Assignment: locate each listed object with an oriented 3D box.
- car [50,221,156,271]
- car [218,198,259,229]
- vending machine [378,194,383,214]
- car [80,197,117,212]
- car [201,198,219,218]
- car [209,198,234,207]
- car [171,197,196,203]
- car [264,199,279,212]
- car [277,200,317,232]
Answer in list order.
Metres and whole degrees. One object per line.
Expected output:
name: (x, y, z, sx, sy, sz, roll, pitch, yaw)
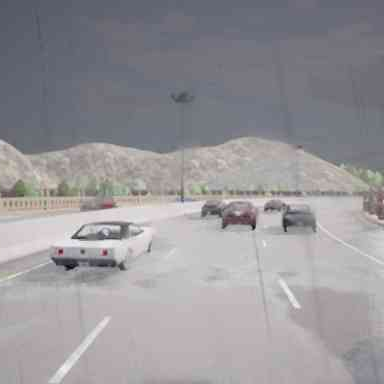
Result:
car: (-2.524, 1.592, 10.863, 1.895, 1.301, 4.718, 0, 0, 7)
car: (3.288, 1.368, 21.958, 2.097, 1.767, 4.553, 0, 0, 14)
vending machine: (20.485, 1.283, 35.497, 1.100, 2.100, 0.880, 0, 0, 28)
car: (-10.360, 1.313, 37.030, 2.097, 1.767, 4.553, 0, 0, 21)
car: (2.246, 1.517, 30.313, 1.837, 1.490, 4.892, 0, 0, 19)
car: (4.651, 1.625, 51.847, 1.895, 1.301, 4.718, 0, 0, 32)
car: (-1.212, 1.477, 48.679, 1.882, 1.535, 5.008, 0, 0, 29)
car: (10.039, 1.592, 39.696, 2.033, 1.411, 5.357, 0, 0, 27)
car: (6.546, 1.521, 20.639, 2.128, 1.511, 4.902, 0, 0, 14)
